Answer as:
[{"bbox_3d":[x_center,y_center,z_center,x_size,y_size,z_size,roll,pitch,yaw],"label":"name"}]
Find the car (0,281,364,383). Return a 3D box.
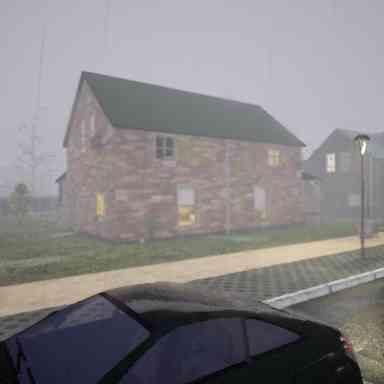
[{"bbox_3d":[-0.457,1.564,2.710,4.181,1.385,1.994,0,0,-35],"label":"car"}]
